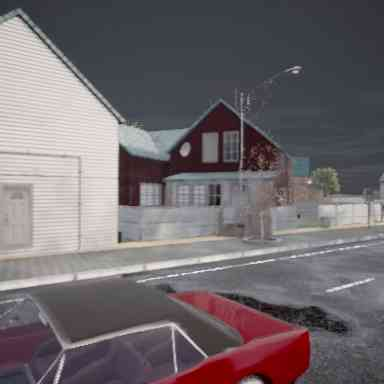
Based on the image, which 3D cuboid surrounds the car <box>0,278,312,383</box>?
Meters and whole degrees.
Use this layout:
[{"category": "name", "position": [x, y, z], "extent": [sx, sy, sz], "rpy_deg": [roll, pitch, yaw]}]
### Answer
[{"category": "car", "position": [-1.149, 1.609, 2.868], "extent": [4.718, 1.301, 1.895], "rpy_deg": [1, -1, -35]}]
